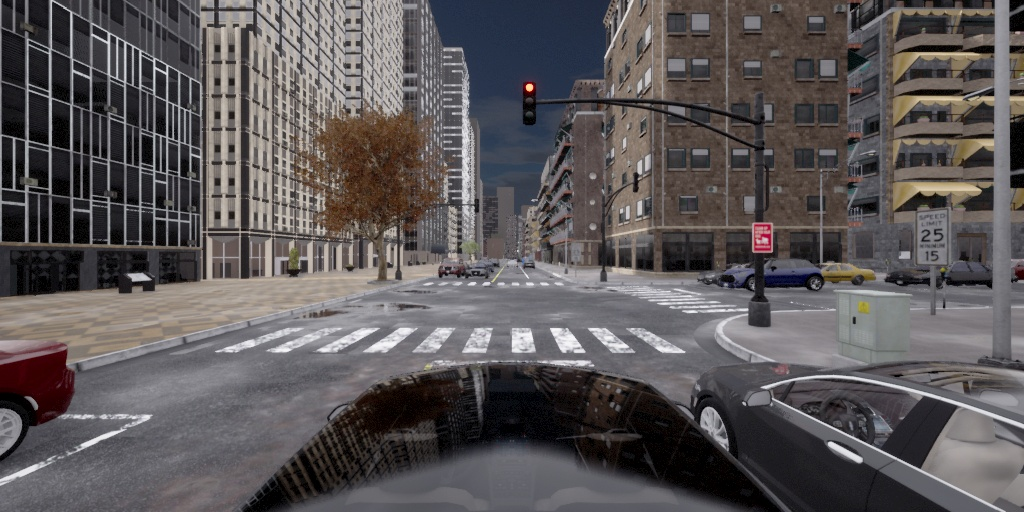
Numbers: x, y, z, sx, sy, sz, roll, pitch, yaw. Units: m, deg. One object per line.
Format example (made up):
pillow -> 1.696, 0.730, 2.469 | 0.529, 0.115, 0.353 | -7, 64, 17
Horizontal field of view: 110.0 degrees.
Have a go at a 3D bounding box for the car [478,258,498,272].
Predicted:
car -> -3.105, 1.318, 43.662 | 2.033, 1.411, 5.357 | 0, 0, 0

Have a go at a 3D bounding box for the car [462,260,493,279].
car -> -3.096, 1.326, 32.885 | 1.994, 1.385, 4.181 | 0, 0, 1

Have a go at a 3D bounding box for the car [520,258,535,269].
car -> 2.682, 1.348, 56.494 | 1.948, 1.339, 4.313 | 0, 0, 0

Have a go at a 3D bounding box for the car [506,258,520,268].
car -> 0.095, 1.317, 63.595 | 1.812, 1.442, 4.674 | 0, 0, 0

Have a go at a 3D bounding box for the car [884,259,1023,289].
car -> 23.114, 0.958, 18.944 | 5.357, 1.411, 2.033 | -1, 0, -1

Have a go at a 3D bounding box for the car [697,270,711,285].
car -> 13.432, 1.095, 21.433 | 4.403, 1.370, 2.007 | 0, 0, -1

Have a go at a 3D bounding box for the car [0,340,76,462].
car -> -5.692, 1.295, 2.015 | 1.888, 1.381, 4.507 | 0, 0, 0

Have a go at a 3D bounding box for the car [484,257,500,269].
car -> -3.077, 1.137, 59.477 | 2.097, 1.767, 4.553 | 0, 0, 0

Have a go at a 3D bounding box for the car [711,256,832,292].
car -> 13.504, 0.896, 18.870 | 4.553, 1.767, 2.097 | -1, 0, 0

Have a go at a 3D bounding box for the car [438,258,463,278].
car -> -5.696, 1.078, 34.402 | 2.192, 1.841, 5.009 | 0, 0, 0

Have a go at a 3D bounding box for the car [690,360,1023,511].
car -> 2.689, 1.300, 2.016 | 2.007, 1.370, 4.403 | 0, 0, 0

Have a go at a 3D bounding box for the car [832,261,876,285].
car -> 18.829, 0.992, 21.489 | 4.829, 1.417, 1.751 | 0, 0, -1
